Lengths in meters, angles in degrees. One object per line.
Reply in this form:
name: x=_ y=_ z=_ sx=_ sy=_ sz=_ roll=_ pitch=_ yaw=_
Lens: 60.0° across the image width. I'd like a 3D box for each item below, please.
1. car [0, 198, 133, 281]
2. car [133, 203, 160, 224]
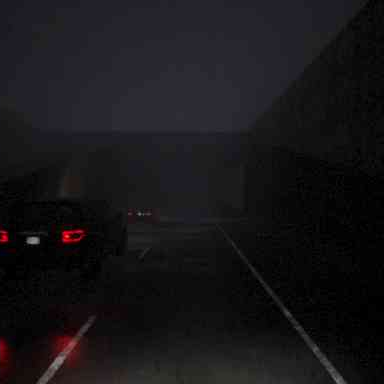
car: x=-3.454 y=1.197 z=9.958 sx=2.150 sy=2.045 sz=5.566 roll=0 pitch=-1 yaw=0
car: x=-3.465 y=1.507 z=24.560 sx=2.033 sy=1.411 sz=5.357 roll=0 pitch=0 yaw=0
